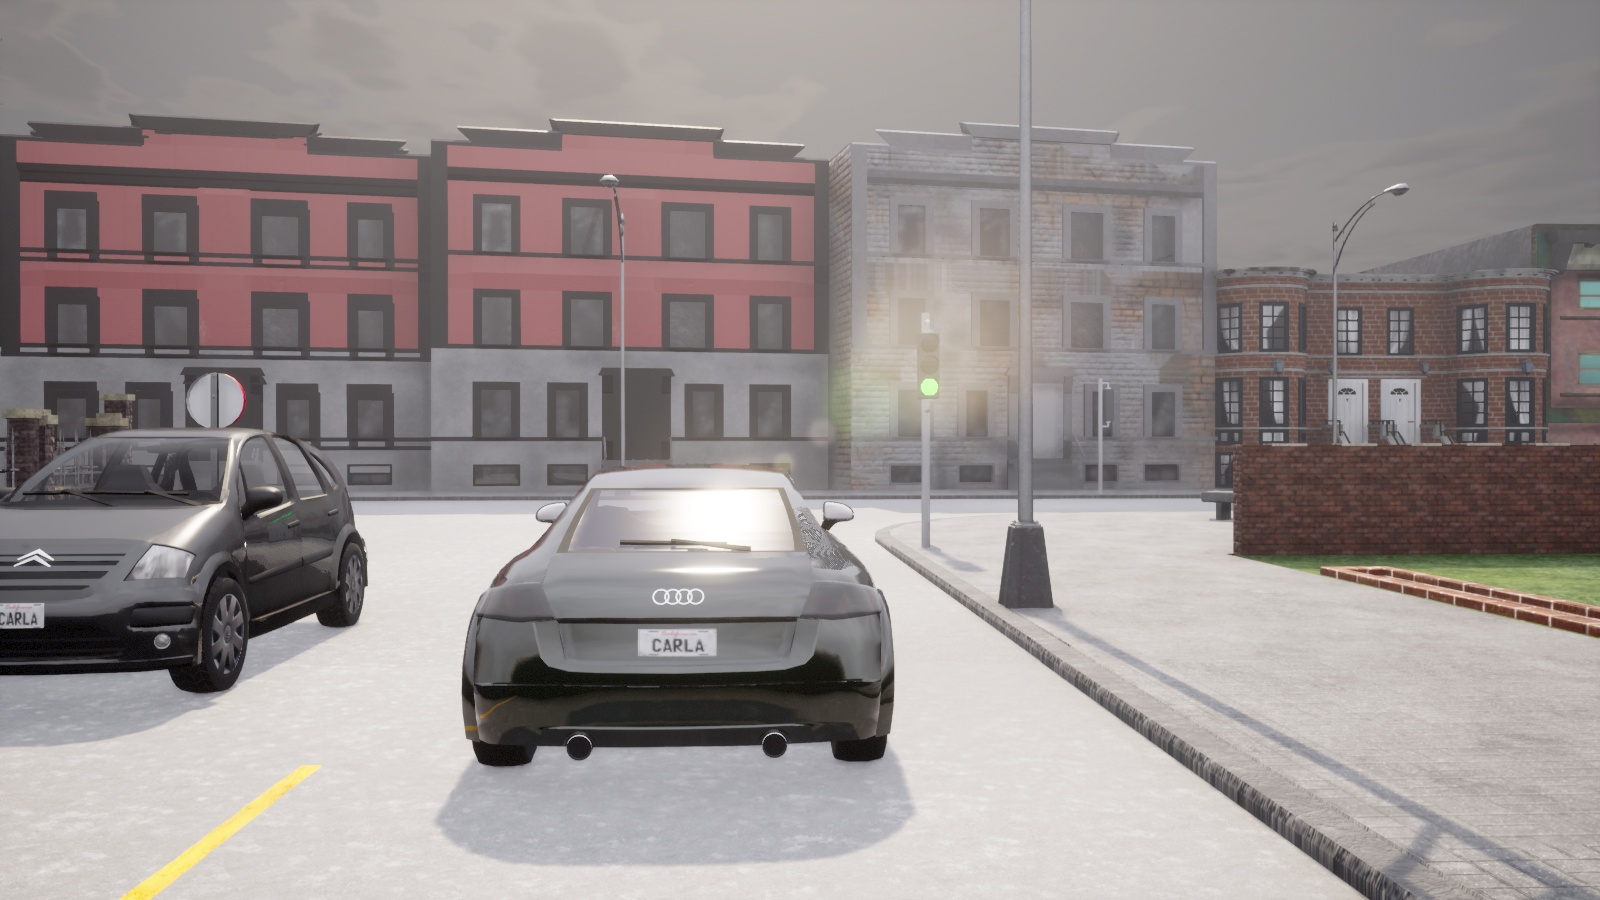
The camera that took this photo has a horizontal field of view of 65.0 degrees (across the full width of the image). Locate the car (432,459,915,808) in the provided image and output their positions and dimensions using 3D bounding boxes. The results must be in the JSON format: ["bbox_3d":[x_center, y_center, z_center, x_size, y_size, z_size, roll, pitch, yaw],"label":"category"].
[{"bbox_3d":[-0.617,0.769,7.296,1.994,1.385,4.181,0,0,-3],"label":"car"}]

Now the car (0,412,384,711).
[{"bbox_3d":[-4.377,0.591,8.792,1.851,1.617,3.988,0,0,-4],"label":"car"}]
